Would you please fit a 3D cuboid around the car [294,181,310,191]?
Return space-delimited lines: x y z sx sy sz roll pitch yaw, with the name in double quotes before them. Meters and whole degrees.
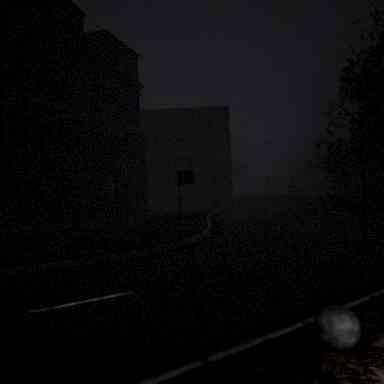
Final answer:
"car" 18.526 -1.032 56.376 1.882 1.535 5.008 -3 1 4
